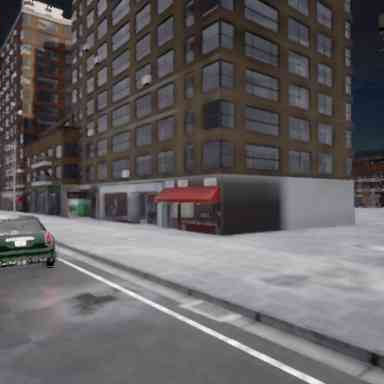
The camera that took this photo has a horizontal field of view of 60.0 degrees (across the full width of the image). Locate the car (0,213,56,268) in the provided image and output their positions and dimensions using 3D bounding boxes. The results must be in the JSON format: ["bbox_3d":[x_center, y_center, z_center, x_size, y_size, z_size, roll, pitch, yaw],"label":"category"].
[{"bbox_3d":[-6.295,1.557,11.426,2.097,1.767,4.553,0,-1,-37],"label":"car"}]
